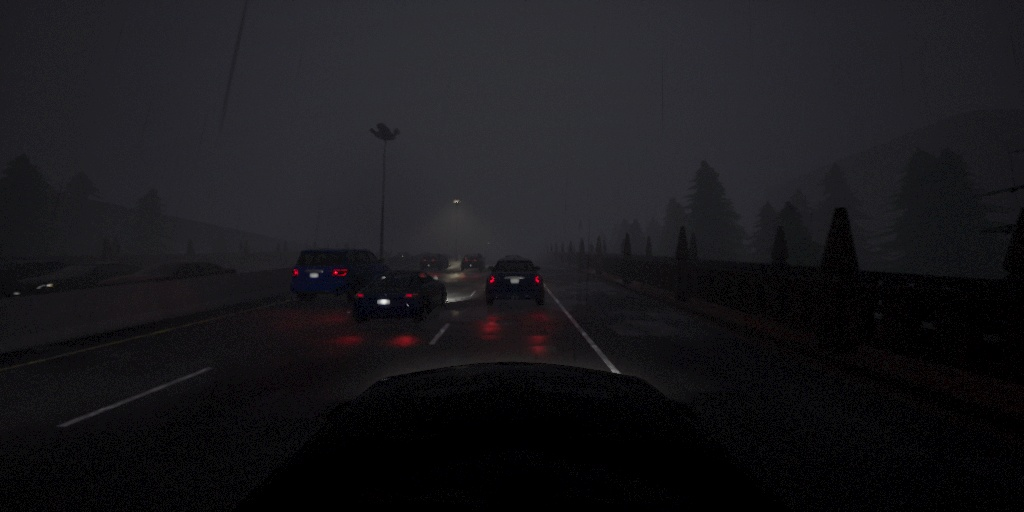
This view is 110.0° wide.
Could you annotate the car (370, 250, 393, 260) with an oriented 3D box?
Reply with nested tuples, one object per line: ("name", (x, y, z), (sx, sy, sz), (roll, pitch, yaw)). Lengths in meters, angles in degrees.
("car", (-21.008, -0.101, 57.832), (1.837, 1.490, 4.892), (0, 0, 0))

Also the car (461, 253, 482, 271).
("car", (-3.405, 0.506, 32.146), (2.128, 1.511, 4.902), (0, 2, 0))

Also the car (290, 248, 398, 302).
("car", (-6.902, 0.693, 15.191), (2.150, 2.045, 5.566), (0, 2, 0))

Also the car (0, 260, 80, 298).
("car", (-17.602, 1.001, 15.060), (1.812, 1.442, 4.674), (0, 2, 0))

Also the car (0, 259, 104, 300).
("car", (-21.101, 0.973, 15.279), (1.837, 1.490, 4.892), (0, 2, 0))

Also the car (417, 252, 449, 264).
("car", (-6.905, 0.506, 32.156), (2.128, 1.511, 4.902), (0, 2, 0))

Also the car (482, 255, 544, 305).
("car", (0.098, 0.839, 14.595), (2.097, 1.767, 4.553), (0, 2, 0))

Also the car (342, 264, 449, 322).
("car", (-3.402, 1.134, 11.514), (1.994, 1.385, 4.181), (0, 2, 0))

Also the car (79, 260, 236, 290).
("car", (-14.102, 0.952, 15.058), (1.882, 1.535, 5.008), (0, 2, 0))

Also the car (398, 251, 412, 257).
("car", (-17.508, -0.016, 57.830), (1.837, 1.490, 4.892), (0, 0, 0))
